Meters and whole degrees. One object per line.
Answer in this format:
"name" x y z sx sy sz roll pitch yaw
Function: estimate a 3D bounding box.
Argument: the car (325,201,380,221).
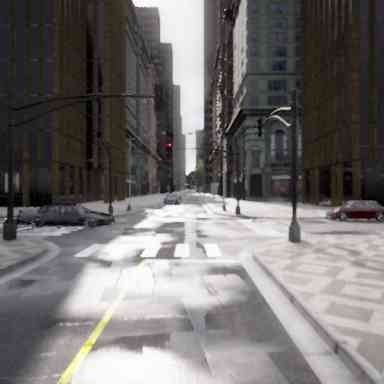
"car" 12.349 1.366 25.313 4.097 1.590 1.967 0 -1 0

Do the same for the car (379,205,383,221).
"car" 12.342 1.412 16.787 4.403 1.369 2.008 0 -1 0

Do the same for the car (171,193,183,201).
"car" -2.972 1.018 65.242 2.128 1.511 4.902 0 0 0

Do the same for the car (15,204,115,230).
"car" -7.321 1.399 19.487 5.357 1.411 2.033 1 0 0

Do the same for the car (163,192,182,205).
"car" -3.036 0.988 49.151 2.097 1.767 4.553 0 0 0
